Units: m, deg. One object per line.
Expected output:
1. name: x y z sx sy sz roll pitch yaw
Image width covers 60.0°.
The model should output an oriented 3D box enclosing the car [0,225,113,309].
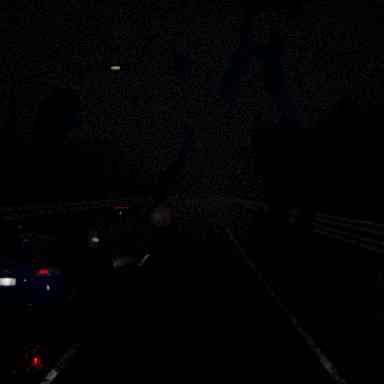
1. car: -3.312 1.591 8.011 1.994 1.385 4.181 0 0 1

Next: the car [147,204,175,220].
1. car: -2.596 1.698 29.300 1.895 1.301 4.718 0 0 3

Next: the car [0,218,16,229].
1. car: -6.762 1.510 10.598 1.882 1.535 5.008 0 0 1

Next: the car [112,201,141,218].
1. car: -6.014 1.590 30.927 2.128 1.511 4.902 0 0 3
